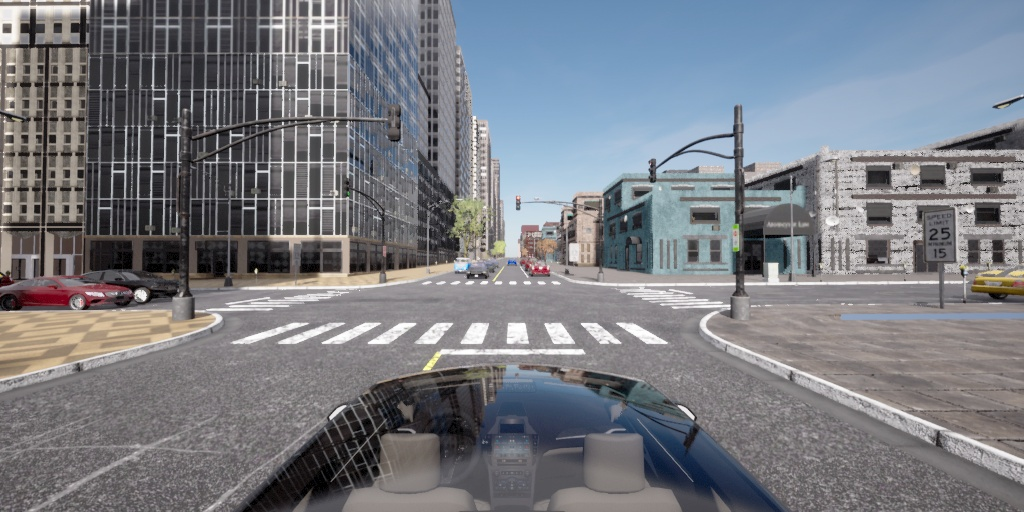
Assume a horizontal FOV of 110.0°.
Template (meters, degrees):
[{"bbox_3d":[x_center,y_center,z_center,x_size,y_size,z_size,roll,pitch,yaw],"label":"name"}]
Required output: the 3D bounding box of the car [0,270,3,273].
[{"bbox_3d":[-23.099,1.325,14.090,4.097,1.591,1.967,0,0,1],"label":"car"}]

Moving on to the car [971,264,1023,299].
[{"bbox_3d":[20.693,0.994,13.657,4.829,1.417,1.751,0,0,1],"label":"car"}]

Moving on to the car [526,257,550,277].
[{"bbox_3d":[2.701,1.195,35.867,1.967,1.591,4.097,0,0,0],"label":"car"}]

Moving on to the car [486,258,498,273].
[{"bbox_3d":[-3.083,1.319,42.937,1.994,1.385,4.181,0,0,0],"label":"car"}]

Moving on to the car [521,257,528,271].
[{"bbox_3d":[2.704,1.070,47.215,2.192,1.841,5.009,0,0,0],"label":"car"}]

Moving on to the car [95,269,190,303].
[{"bbox_3d":[-17.889,1.359,16.645,5.008,1.535,1.882,-1,-1,0],"label":"car"}]

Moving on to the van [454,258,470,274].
[{"bbox_3d":[-5.679,1.096,41.505,1.690,1.789,3.998,0,0,0],"label":"van"}]

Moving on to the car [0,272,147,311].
[{"bbox_3d":[-17.416,1.413,14.033,4.207,1.307,1.802,0,0,1],"label":"car"}]

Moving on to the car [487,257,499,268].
[{"bbox_3d":[-3.067,1.304,58.019,2.033,1.411,5.357,0,0,0],"label":"car"}]

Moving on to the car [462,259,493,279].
[{"bbox_3d":[-3.076,1.302,33.058,2.033,1.411,5.357,0,0,-1],"label":"car"}]
